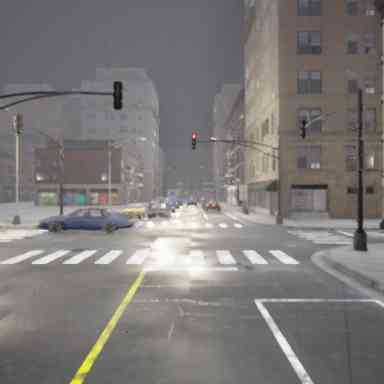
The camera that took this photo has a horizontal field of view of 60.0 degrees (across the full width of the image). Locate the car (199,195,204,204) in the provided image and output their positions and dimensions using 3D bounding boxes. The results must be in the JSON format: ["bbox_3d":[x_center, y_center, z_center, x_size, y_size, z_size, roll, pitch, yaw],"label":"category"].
[{"bbox_3d":[2.628,1.575,48.428,2.192,1.841,5.009,0,0,0],"label":"car"}]

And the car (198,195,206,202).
[{"bbox_3d":[2.619,1.790,88.061,2.192,1.841,5.009,0,0,0],"label":"car"}]

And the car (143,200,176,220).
[{"bbox_3d":[-2.840,1.708,30.097,2.033,1.411,5.357,0,0,-1],"label":"car"}]

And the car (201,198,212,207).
[{"bbox_3d":[2.625,1.847,59.921,1.752,1.417,4.829,0,0,0],"label":"car"}]

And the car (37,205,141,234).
[{"bbox_3d":[-5.918,1.630,19.209,5.357,1.411,2.033,0,0,0],"label":"car"}]

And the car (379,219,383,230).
[{"bbox_3d":[13.238,1.741,19.227,4.181,1.385,1.994,0,0,0],"label":"car"}]

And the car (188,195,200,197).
[{"bbox_3d":[-0.015,1.610,71.560,2.150,2.045,5.566,0,0,0],"label":"car"}]

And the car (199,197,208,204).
[{"bbox_3d":[2.622,1.964,76.736,2.008,1.369,4.403,0,0,0],"label":"car"}]

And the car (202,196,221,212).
[{"bbox_3d":[2.629,1.669,42.765,1.967,1.590,4.097,0,0,0],"label":"car"}]

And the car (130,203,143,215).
[{"bbox_3d":[-5.394,1.692,31.270,1.752,1.417,4.829,0,0,0],"label":"car"}]

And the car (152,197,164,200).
[{"bbox_3d":[-5.397,1.810,48.426,2.008,1.369,4.403,0,0,0],"label":"car"}]

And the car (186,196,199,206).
[{"bbox_3d":[-0.013,1.930,61.255,1.895,1.301,4.718,0,0,0],"label":"car"}]

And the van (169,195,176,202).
[{"bbox_3d":[-5.407,1.847,93.721,1.690,1.788,3.998,0,0,0],"label":"van"}]

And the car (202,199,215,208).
[{"bbox_3d":[2.626,1.856,54.089,1.947,1.339,4.313,0,0,0],"label":"car"}]

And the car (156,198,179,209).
[{"bbox_3d":[-2.845,1.737,39.402,1.812,1.442,4.674,0,0,0],"label":"car"}]

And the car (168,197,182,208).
[{"bbox_3d":[-2.787,1.815,49.962,2.033,1.411,5.357,0,0,1],"label":"car"}]
